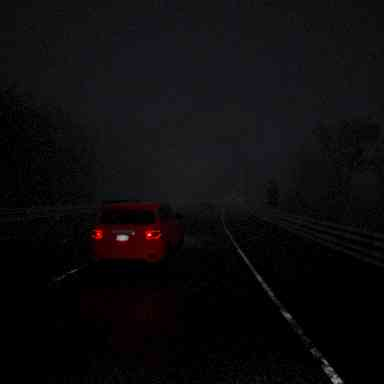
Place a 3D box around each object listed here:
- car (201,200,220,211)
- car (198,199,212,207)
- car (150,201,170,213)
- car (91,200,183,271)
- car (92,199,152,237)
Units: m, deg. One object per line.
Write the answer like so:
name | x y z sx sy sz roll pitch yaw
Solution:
car | 3.033 2.296 52.997 1.895 1.301 4.718 0 -1 8
car | 2.660 2.498 73.501 1.812 1.442 4.674 0 -1 10
car | -4.601 2.137 48.650 1.837 1.490 4.892 0 -1 8
car | -1.644 1.372 11.678 2.150 2.045 5.566 0 -1 5
car | -4.265 1.494 21.336 2.150 2.045 5.566 0 -1 6
